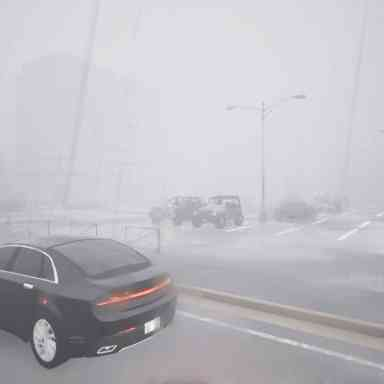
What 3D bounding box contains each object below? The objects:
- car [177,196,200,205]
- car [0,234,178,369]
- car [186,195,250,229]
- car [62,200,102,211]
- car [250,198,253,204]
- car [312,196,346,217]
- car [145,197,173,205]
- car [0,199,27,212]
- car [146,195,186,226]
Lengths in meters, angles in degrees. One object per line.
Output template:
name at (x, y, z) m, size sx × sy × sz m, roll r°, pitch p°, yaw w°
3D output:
car at (-0.555, 1.525, 59.863) m, size 1.812 × 1.442 × 4.674 m, roll 0°, pitch 0°, yaw 34°
car at (-2.492, 1.505, 5.776) m, size 4.892 × 1.490 × 1.837 m, roll 0°, pitch 0°, yaw 36°
car at (1.666, 1.156, 20.256) m, size 1.905 × 1.878 × 3.866 m, roll 0°, pitch 0°, yaw 34°
car at (-13.474, 1.601, 40.820) m, size 1.895 × 1.301 × 4.718 m, roll 0°, pitch 0°, yaw 34°
car at (9.794, 1.505, 62.502) m, size 1.837 × 1.490 × 4.892 m, roll 0°, pitch 0°, yaw 34°
car at (13.710, 1.395, 33.194) m, size 1.970 × 1.475 × 3.806 m, roll 0°, pitch 0°, yaw 34°
car at (-5.717, 1.547, 58.529) m, size 2.033 × 1.411 × 5.357 m, roll 0°, pitch 0°, yaw 34°
car at (-20.676, 1.504, 36.390) m, size 1.837 × 1.490 × 4.892 m, roll 0°, pitch 0°, yaw 34°
car at (-0.699, 1.153, 21.926) m, size 1.932 × 1.855 × 4.605 m, roll 0°, pitch 0°, yaw 34°
